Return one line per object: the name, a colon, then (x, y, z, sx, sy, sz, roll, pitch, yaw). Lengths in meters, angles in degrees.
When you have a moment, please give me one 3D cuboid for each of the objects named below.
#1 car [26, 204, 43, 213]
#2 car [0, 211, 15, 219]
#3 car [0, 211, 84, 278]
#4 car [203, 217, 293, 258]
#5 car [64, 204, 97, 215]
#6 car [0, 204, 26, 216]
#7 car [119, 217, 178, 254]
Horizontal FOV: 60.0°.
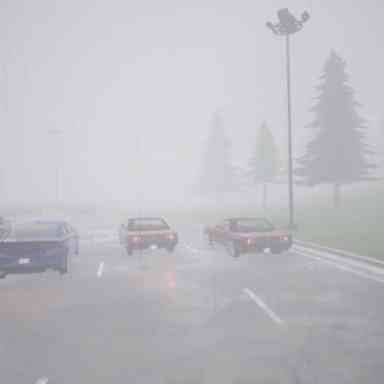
car: (-19.418, 2.116, 39.160, 4.674, 1.442, 1.812, -1, -1, 36)
car: (-10.664, 1.904, 17.475, 1.895, 1.301, 4.718, -1, 0, -25)
car: (-4.868, 1.632, 10.910, 1.882, 1.535, 5.008, 0, 0, -13)
car: (1.893, 1.635, 13.026, 1.895, 1.301, 4.718, -1, 0, -15)
car: (-12.998, 2.062, 38.412, 4.718, 1.301, 1.895, -1, 0, 43)
car: (-20.721, 2.147, 36.175, 5.357, 1.411, 2.033, -1, -1, 35)
car: (-2.037, 1.717, 14.156, 1.895, 1.301, 4.718, -1, 0, -17)
